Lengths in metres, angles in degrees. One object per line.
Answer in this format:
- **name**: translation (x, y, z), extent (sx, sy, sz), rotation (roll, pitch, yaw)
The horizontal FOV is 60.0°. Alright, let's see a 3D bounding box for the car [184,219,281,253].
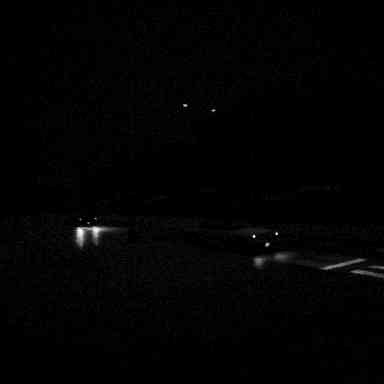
- **car**: translation (1.733, 1.918, 15.407), extent (1.895, 1.301, 4.718), rotation (0, -2, -38)

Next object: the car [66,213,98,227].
- **car**: translation (-11.076, 2.738, 33.313), extent (1.895, 1.301, 4.718), rotation (0, -2, -35)
